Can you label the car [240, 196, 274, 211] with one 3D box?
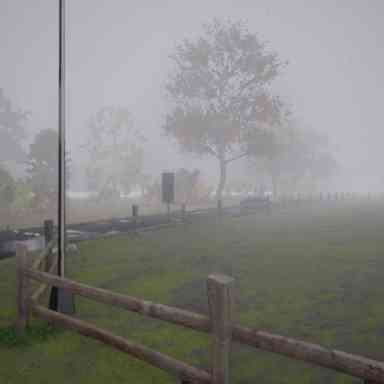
[{"bbox_3d":[6.184,1.024,31.417,1.994,1.385,4.181,0,1,37],"label":"car"}]
